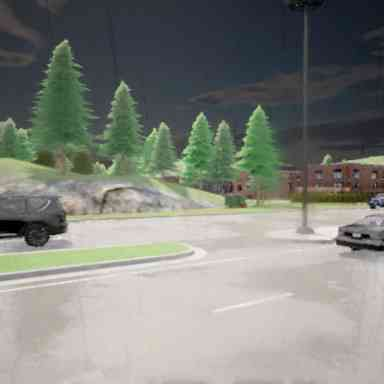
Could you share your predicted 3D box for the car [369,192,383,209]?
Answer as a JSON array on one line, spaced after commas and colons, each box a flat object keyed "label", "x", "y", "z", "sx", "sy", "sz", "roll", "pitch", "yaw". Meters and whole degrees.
[{"label": "car", "x": 23.582, "y": 1.014, "z": 39.810, "sx": 5.566, "sy": 2.045, "sz": 2.150, "roll": 0, "pitch": 0, "yaw": -31}]

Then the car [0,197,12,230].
[{"label": "car", "x": -12.743, "y": 1.221, "z": 18.664, "sx": 4.553, "sy": 1.767, "sz": 2.097, "roll": 0, "pitch": 0, "yaw": -24}]

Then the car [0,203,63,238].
[{"label": "car", "x": -9.120, "y": 1.382, "z": 16.484, "sx": 4.902, "sy": 1.511, "sz": 2.128, "roll": 0, "pitch": 0, "yaw": -27}]

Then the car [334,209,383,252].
[{"label": "car", "x": 7.694, "y": 1.509, "z": 12.530, "sx": 5.357, "sy": 1.411, "sz": 2.033, "roll": 0, "pitch": 0, "yaw": -32}]

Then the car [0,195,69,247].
[{"label": "car", "x": -7.850, "y": 1.132, "z": 13.184, "sx": 5.566, "sy": 2.045, "sz": 2.150, "roll": 0, "pitch": 0, "yaw": -27}]
